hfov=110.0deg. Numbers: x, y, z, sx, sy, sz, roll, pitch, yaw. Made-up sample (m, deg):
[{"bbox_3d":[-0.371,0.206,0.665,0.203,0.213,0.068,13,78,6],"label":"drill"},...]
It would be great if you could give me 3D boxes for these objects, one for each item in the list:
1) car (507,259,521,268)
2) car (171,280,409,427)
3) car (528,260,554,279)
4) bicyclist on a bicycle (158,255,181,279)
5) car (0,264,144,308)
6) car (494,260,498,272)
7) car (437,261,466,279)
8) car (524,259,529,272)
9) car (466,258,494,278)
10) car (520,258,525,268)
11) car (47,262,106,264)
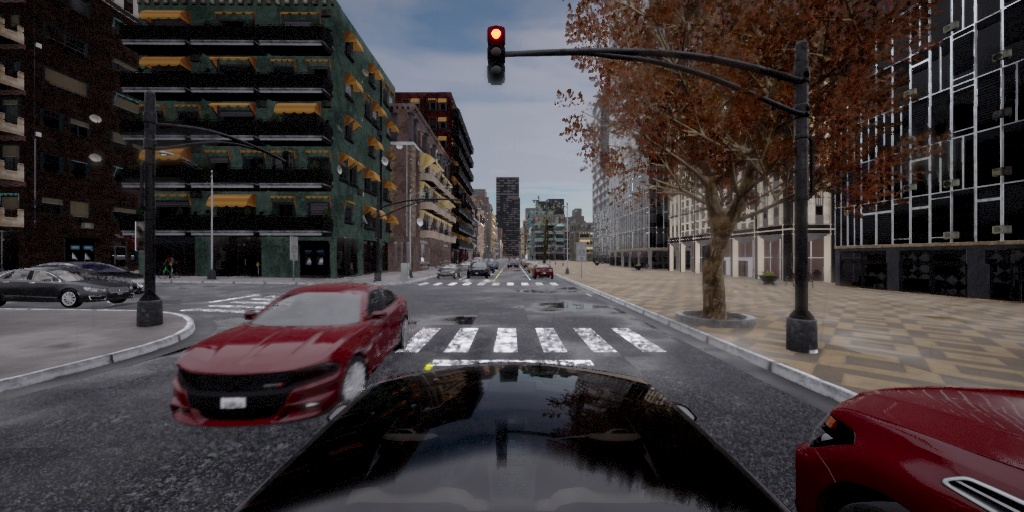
[{"bbox_3d":[0.179,1.396,61.442,1.895,1.301,4.718,0,0,0],"label":"car"},{"bbox_3d":[-3.068,1.228,6.143,1.882,1.535,5.008,1,0,-5],"label":"car"},{"bbox_3d":[2.732,1.307,32.381,1.888,1.381,4.507,0,0,0],"label":"car"},{"bbox_3d":[-23.138,0.761,24.260,0.582,1.620,1.656,1,0,-1],"label":"bicyclist on a bicycle"},{"bbox_3d":[-16.420,1.091,12.991,4.403,1.370,2.007,0,0,0],"label":"car"},{"bbox_3d":[-3.025,1.374,43.700,1.895,1.301,4.718,0,0,0],"label":"car"},{"bbox_3d":[-5.648,1.312,32.392,2.007,1.370,4.403,0,0,0],"label":"car"},{"bbox_3d":[2.747,1.298,43.616,1.751,1.417,4.829,0,0,0],"label":"car"},{"bbox_3d":[-3.051,1.241,33.676,1.882,1.535,5.008,0,0,0],"label":"car"},{"bbox_3d":[2.769,1.375,60.043,1.802,1.307,4.207,0,0,0],"label":"car"},{"bbox_3d":[-18.514,1.008,15.564,4.902,1.511,2.128,1,0,0],"label":"car"}]
